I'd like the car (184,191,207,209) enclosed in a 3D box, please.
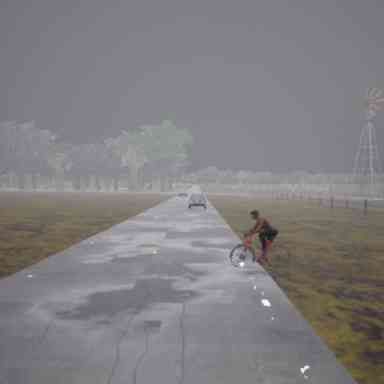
[{"bbox_3d":[0.565,0.957,35.002,2.033,1.411,5.357,0,1,2],"label":"car"}]

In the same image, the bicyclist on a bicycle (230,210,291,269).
[{"bbox_3d":[1.863,1.314,9.044,1.656,1.620,0.582,0,1,1],"label":"bicyclist on a bicycle"}]

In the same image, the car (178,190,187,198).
[{"bbox_3d":[-1.834,0.309,66.666,1.882,1.535,5.008,0,1,1],"label":"car"}]

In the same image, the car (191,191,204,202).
[{"bbox_3d":[0.788,0.618,50.157,1.882,1.535,5.008,0,1,1],"label":"car"}]
